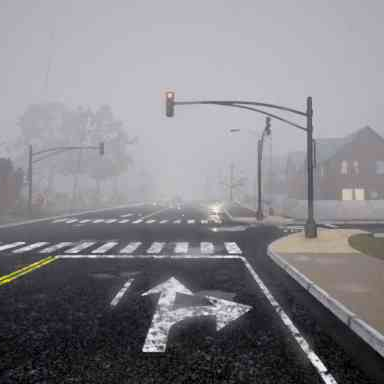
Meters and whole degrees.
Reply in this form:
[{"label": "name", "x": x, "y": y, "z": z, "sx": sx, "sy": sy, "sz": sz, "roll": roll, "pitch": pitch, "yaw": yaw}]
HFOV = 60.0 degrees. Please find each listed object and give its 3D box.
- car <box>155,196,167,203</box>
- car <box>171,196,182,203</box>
[{"label": "car", "x": -6.374, "y": 1.497, "z": 68.130, "sx": 1.882, "sy": 1.535, "sz": 5.008, "roll": 0, "pitch": 0, "yaw": 5}, {"label": "car", "x": -3.139, "y": 1.535, "z": 67.814, "sx": 1.812, "sy": 1.442, "sz": 4.674, "roll": 0, "pitch": 0, "yaw": 5}]
